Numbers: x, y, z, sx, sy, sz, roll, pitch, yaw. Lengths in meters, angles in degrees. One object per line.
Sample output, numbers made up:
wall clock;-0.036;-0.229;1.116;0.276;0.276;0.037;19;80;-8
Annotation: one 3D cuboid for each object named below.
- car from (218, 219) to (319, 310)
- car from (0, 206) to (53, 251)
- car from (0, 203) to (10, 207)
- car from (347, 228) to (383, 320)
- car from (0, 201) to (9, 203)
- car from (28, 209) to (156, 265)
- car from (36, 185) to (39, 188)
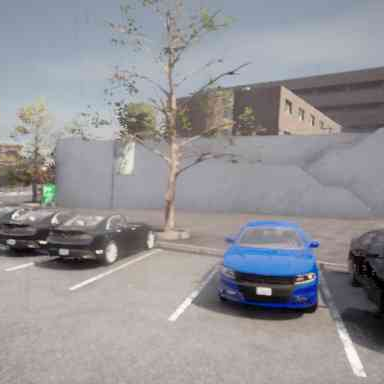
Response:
car;1.929;1.463;8.119;2.097;1.535;5.008;1;0;16
car;-5.237;1.428;13.350;2.231;1.521;4.892;0;-1;17
car;-7.593;1.420;15.136;2.231;1.521;4.892;0;-1;18
car;4.336;1.481;6.391;2.097;1.535;5.008;1;0;16
car;-12.228;1.282;18.806;2.185;1.767;4.553;1;-1;19
car;-2.864;1.438;11.582;2.231;1.521;4.892;0;-1;17
car;-38.558;-1.114;84.194;4.674;1.452;2.002;2;5;38
